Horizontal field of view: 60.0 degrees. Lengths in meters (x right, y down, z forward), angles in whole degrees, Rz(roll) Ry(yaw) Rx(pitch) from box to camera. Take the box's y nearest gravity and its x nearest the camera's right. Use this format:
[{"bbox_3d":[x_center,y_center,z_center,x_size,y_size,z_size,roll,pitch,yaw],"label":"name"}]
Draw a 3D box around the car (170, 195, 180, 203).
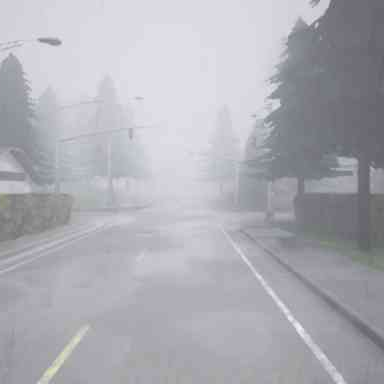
[{"bbox_3d":[-3.395,1.331,65.747,2.033,1.411,5.357,0,0,-5],"label":"car"}]
